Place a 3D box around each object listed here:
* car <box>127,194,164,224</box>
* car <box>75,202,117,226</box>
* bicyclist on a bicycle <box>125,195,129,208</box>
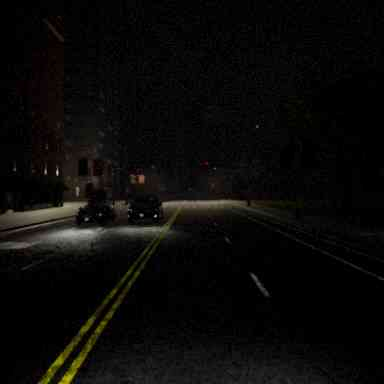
[{"bbox_3d":[-3.344,1.177,24.815,2.150,2.045,5.566,0,0,0],"label":"car"},{"bbox_3d":[-6.594,1.449,23.284,2.128,1.511,4.902,0,0,0],"label":"car"},{"bbox_3d":[-8.741,1.289,44.579,0.659,1.776,1.843,0,0,0],"label":"bicyclist on a bicycle"}]
